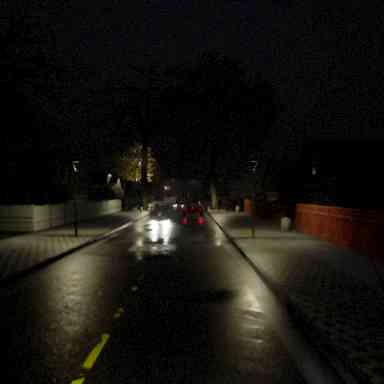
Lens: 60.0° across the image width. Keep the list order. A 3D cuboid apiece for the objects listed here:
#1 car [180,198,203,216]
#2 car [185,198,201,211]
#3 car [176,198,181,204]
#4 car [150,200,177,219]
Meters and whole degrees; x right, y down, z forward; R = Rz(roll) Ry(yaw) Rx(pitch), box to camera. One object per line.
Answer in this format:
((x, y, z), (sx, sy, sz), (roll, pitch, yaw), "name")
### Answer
((0.104, 1.629, 36.205), (2.097, 1.767, 4.553), (0, 0, 0), "car")
((0.098, 1.703, 46.393), (2.097, 1.767, 4.553), (0, 0, 0), "car")
((-2.726, 2.009, 72.037), (1.837, 1.490, 4.892), (0, 0, 0), "car")
((-2.841, 1.733, 31.535), (2.128, 1.511, 4.902), (0, 0, 0), "car")
